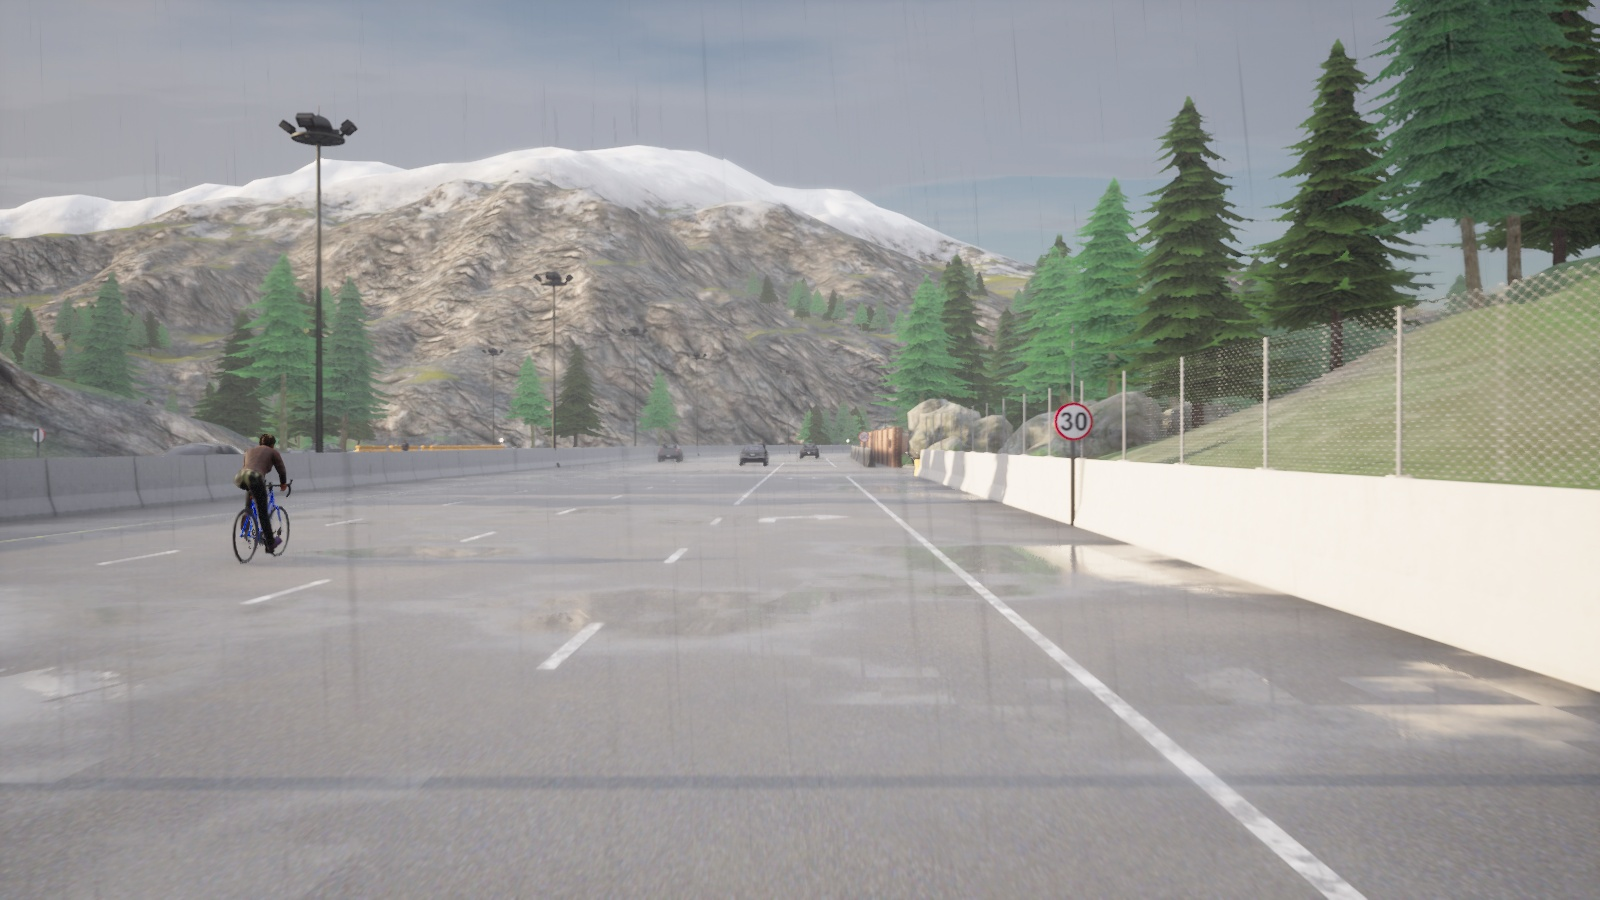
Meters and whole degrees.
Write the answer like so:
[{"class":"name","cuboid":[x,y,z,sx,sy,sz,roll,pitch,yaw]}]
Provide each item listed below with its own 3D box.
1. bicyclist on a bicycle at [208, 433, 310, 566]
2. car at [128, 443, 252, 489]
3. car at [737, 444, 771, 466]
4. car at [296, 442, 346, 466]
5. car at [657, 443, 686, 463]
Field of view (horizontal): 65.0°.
[{"class":"bicyclist on a bicycle","cuboid":[-6.893,0.603,16.088,0.582,1.620,1.656,0,0,0]},{"class":"car","cuboid":[-20.741,0.493,42.933,1.837,1.490,4.892,0,0,0]},{"class":"car","cuboid":[-3.010,0.322,83.339,2.033,1.411,5.357,0,0,0]},{"class":"car","cuboid":[-31.022,0.241,81.392,1.789,1.549,3.705,0,0,0]},{"class":"car","cuboid":[-9.932,0.205,97.039,1.845,1.501,3.633,0,0,0]}]
